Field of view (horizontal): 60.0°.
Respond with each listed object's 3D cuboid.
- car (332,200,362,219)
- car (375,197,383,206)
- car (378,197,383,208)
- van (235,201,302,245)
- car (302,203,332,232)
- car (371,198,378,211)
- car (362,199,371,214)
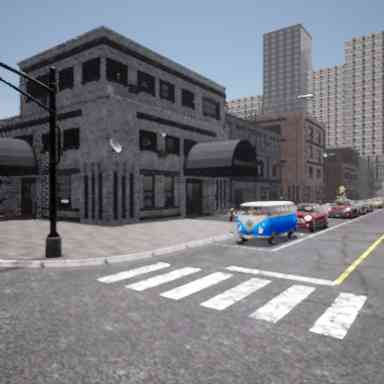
[{"bbox_3d":[13.086,1.425,28.888,1.967,1.590,4.097,0,0,35],"label":"car"},{"bbox_3d":[32.262,1.553,55.921,2.008,1.369,4.403,0,0,35],"label":"car"},{"bbox_3d":[25.771,1.519,46.770,1.752,1.417,4.829,0,0,35],"label":"car"},{"bbox_3d":[3.498,1.328,15.370,1.690,1.788,3.998,0,0,35],"label":"van"},{"bbox_3d":[6.694,1.426,19.875,1.967,1.590,4.097,0,0,35],"label":"car"},{"bbox_3d":[19.478,1.539,37.898,2.008,1.369,4.403,0,0,35],"label":"car"},{"bbox_3d":[16.282,1.537,33.392,2.008,1.369,4.403,0,0,35],"label":"car"}]
